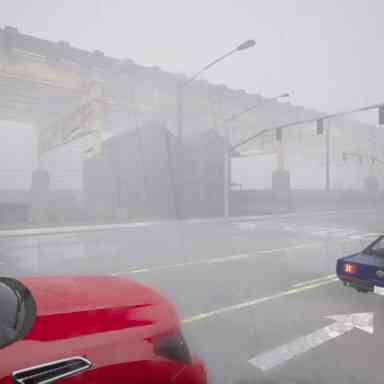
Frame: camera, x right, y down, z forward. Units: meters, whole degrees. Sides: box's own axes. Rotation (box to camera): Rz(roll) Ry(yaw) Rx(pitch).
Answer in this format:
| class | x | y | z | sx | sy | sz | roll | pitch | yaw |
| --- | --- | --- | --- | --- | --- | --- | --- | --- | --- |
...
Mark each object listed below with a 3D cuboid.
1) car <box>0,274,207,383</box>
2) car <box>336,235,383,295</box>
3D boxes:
| class | x | y | z | sx | sy | sz | roll | pitch | yaw |
| --- | --- | --- | --- | --- | --- | --- | --- | --- | --- |
| car | -2.526 | 1.221 | 1.943 | 5.566 | 2.045 | 2.150 | 0 | 0 | -36 |
| car | 5.427 | 1.601 | 7.616 | 4.718 | 1.301 | 1.895 | 0 | 0 | -35 |
